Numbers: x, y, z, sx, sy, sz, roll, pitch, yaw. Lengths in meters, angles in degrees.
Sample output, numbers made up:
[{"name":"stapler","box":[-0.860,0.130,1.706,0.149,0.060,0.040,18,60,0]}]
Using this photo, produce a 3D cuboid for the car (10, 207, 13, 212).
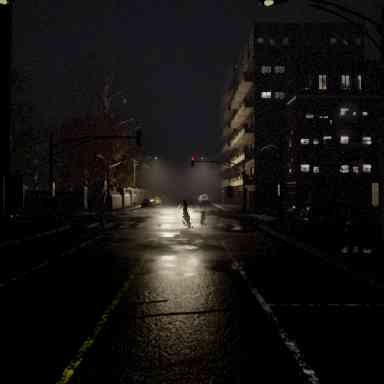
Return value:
[{"name":"car","box":[-18.585,1.256,28.960,5.357,1.411,2.033,1,0,-1]}]

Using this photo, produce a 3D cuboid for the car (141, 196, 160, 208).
[{"name":"car","box":[-6.157,1.601,47.518,1.947,1.339,4.313,0,0,-1]}]

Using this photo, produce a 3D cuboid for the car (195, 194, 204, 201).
[{"name":"car","box":[1.833,1.425,87.011,2.192,1.841,5.009,0,0,-1]}]

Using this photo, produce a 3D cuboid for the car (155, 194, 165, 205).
[{"name":"car","box":[-6.266,1.577,58.609,1.752,1.417,4.829,0,0,-1]}]

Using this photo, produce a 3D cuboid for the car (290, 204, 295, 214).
[{"name":"car","box":[13.118,1.619,35.386,5.009,1.841,2.192,1,-1,-1]}]

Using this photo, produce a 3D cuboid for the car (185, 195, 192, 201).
[{"name":"car","box":[-0.856,1.486,86.708,1.837,1.490,4.892,0,0,-1]}]

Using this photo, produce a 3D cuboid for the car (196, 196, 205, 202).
[{"name":"car","box":[1.943,1.635,75.751,2.008,1.369,4.403,0,0,-1]}]

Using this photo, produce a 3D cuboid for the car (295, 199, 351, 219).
[{"name":"car","box":[13.023,1.642,32.744,4.553,1.767,2.097,1,0,-2]}]

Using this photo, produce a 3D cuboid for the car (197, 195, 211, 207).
[{"name":"car","box":[2.167,1.588,53.231,1.887,1.381,4.507,0,0,-1]}]

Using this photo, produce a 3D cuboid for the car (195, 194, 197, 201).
[{"name":"car","box":[2.000,1.513,70.121,1.967,1.590,4.097,0,0,-1]}]

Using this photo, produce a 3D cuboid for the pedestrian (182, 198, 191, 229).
[{"name":"pedestrian","box":[-0.376,1.301,20.045,0.375,1.860,0.375,0,0,-1]}]

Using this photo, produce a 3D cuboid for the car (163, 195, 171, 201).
[{"name":"car","box":[-6.547,1.550,86.928,1.967,1.590,4.097,0,0,-1]}]

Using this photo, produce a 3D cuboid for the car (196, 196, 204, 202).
[{"name":"car","box":[1.888,1.642,81.381,1.887,1.381,4.507,0,0,-1]}]

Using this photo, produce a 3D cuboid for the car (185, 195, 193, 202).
[{"name":"car","box":[-0.754,1.624,76.289,2.033,1.411,5.357,0,0,-1]}]

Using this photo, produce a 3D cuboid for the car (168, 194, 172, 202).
[{"name":"car","box":[-6.492,1.537,81.299,1.967,1.590,4.097,0,0,-1]}]

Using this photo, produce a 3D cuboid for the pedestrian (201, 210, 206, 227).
[{"name":"pedestrian","box":[0.773,1.683,21.255,0.500,1.100,0.500,0,0,-1]}]

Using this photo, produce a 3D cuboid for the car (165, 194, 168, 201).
[{"name":"car","box":[-6.324,1.377,64.409,2.192,1.841,5.009,0,0,-1]}]

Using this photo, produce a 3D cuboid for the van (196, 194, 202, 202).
[{"name":"van","box":[2.112,1.393,58.862,1.690,1.788,3.998,0,0,-1]}]
